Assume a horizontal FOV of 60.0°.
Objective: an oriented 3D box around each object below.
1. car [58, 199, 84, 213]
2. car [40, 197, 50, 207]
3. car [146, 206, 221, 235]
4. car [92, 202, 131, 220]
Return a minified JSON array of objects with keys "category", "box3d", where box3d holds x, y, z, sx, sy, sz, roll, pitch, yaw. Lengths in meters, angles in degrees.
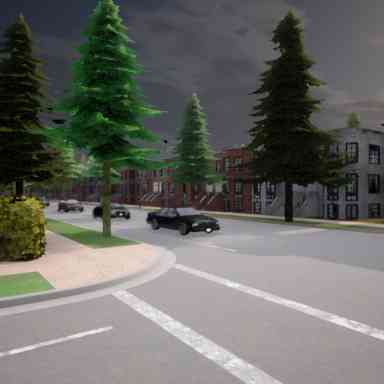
[{"category":"car","box3d":[-13.354,1.504,36.502,1.812,1.442,4.674,0,0,-36]},{"category":"car","box3d":[-22.485,1.471,49.356,2.128,1.511,4.902,0,0,-35]},{"category":"car","box3d":[-0.708,1.526,18.891,2.033,1.411,5.357,0,0,-36]},{"category":"car","box3d":[-6.612,1.542,27.105,1.994,1.385,4.181,0,0,-36]}]
